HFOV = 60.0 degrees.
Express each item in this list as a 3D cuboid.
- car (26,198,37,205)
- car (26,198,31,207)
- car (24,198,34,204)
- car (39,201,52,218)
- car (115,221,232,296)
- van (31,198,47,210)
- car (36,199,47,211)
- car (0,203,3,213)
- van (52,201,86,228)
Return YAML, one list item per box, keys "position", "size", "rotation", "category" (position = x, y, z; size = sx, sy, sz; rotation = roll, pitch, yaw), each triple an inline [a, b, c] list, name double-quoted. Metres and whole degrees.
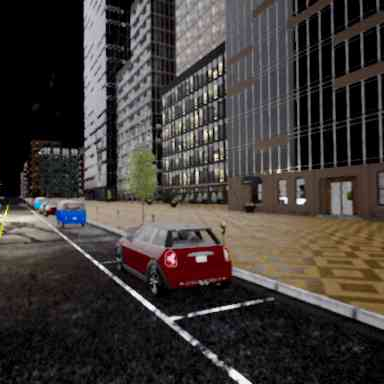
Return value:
- position: [-35.125, 2.042, 72.674]
  size: [1.967, 1.590, 4.097]
  rotation: [1, -1, -28]
  category: "car"
- position: [-29.913, 2.043, 63.021]
  size: [1.752, 1.417, 4.829]
  rotation: [1, -1, -28]
  category: "car"
- position: [-40.419, 2.232, 82.473]
  size: [1.887, 1.381, 4.507]
  rotation: [1, -1, -28]
  category: "car"
- position: [-13.950, 1.846, 33.468]
  size: [1.802, 1.307, 4.206]
  rotation: [1, -1, -28]
  category: "car"
- position: [-0.715, 1.498, 8.969]
  size: [1.967, 1.590, 4.097]
  rotation: [1, -1, -28]
  category: "car"
- position: [-21.890, 1.730, 48.174]
  size: [1.690, 1.788, 3.998]
  rotation: [1, -1, -28]
  category: "van"
- position: [-16.678, 1.832, 38.519]
  size: [1.752, 1.417, 4.829]
  rotation: [1, -1, -28]
  category: "car"
- position: [-24.618, 1.850, 41.223]
  size: [2.128, 1.511, 4.902]
  rotation: [0, 0, -28]
  category: "car"
- position: [-8.655, 1.522, 23.672]
  size: [1.690, 1.788, 3.998]
  rotation: [1, -1, -28]
  category: "van"
